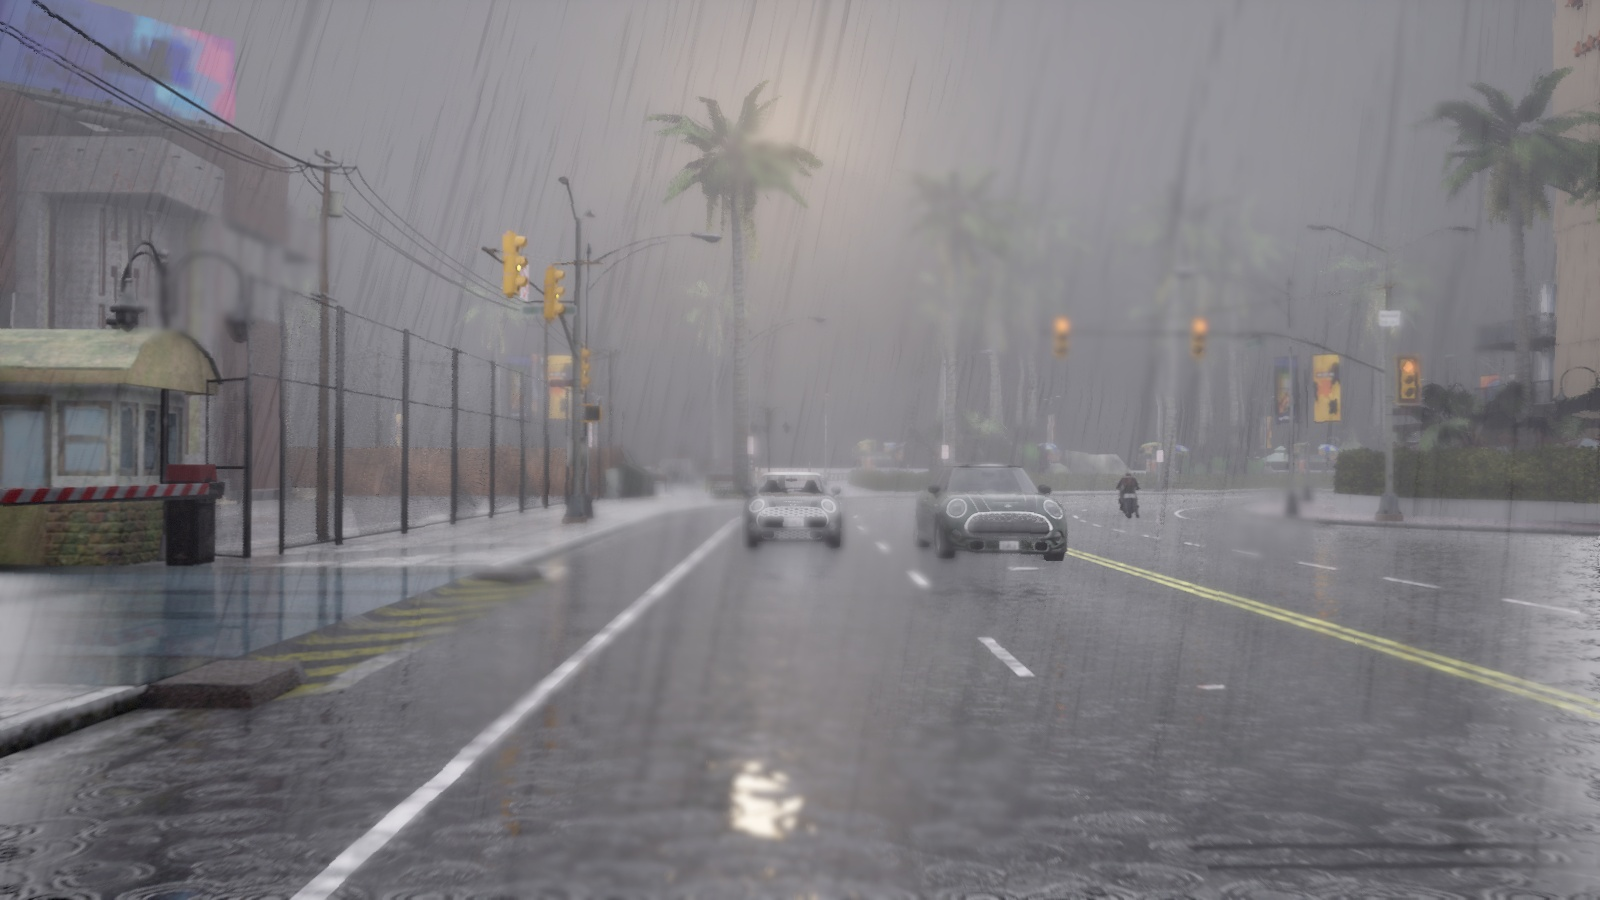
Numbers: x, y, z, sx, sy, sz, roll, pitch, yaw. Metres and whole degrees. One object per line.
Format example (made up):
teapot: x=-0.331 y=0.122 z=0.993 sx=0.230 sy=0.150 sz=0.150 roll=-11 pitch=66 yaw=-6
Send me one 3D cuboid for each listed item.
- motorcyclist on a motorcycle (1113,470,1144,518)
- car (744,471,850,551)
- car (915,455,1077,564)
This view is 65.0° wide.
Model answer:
motorcyclist on a motorcycle: x=10.883 y=1.431 z=41.657 sx=0.866 sy=1.530 sz=2.191 roll=0 pitch=-1 yaw=12
car: x=-0.102 y=1.158 z=25.225 sx=1.970 sy=1.475 sz=3.806 roll=0 pitch=-1 yaw=-1
car: x=3.398 y=0.999 z=22.712 sx=2.097 sy=1.767 sz=4.553 roll=0 pitch=-1 yaw=-1
